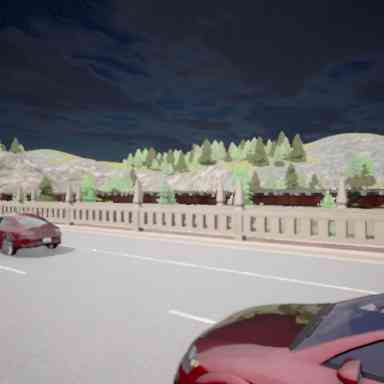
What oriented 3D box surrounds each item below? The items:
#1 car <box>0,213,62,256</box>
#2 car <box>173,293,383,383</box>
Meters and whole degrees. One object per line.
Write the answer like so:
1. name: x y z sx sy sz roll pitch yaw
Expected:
1. car: -7.110 1.584 13.361 4.674 1.442 1.812 0 0 35
2. car: 1.870 1.564 2.658 4.181 1.385 1.994 0 0 36
